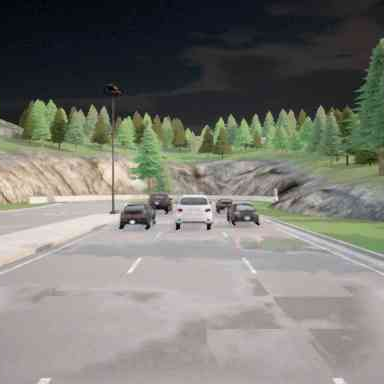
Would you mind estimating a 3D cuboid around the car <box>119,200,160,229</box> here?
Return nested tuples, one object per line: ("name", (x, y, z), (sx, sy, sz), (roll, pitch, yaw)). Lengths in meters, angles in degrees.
("car", (-3.436, 1.503, 21.677), (1.837, 1.490, 4.892), (0, 0, 0))

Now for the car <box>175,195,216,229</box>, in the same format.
("car", (0.074, 1.219, 21.552), (2.150, 2.045, 5.566), (0, 0, -1))

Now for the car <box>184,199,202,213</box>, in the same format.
("car", (0.152, 1.562, 37.429), (1.994, 1.385, 4.181), (0, 0, 2))

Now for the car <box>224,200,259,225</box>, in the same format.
("car", (3.575, 1.526, 23.664), (1.812, 1.442, 4.674), (0, 0, 0))

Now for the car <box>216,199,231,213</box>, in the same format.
("car", (3.634, 1.502, 36.878), (1.837, 1.490, 4.892), (0, -1, 1))

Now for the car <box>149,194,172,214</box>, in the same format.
("car", (-3.400, 1.221, 35.677), (2.150, 2.045, 5.566), (0, 0, 1))
